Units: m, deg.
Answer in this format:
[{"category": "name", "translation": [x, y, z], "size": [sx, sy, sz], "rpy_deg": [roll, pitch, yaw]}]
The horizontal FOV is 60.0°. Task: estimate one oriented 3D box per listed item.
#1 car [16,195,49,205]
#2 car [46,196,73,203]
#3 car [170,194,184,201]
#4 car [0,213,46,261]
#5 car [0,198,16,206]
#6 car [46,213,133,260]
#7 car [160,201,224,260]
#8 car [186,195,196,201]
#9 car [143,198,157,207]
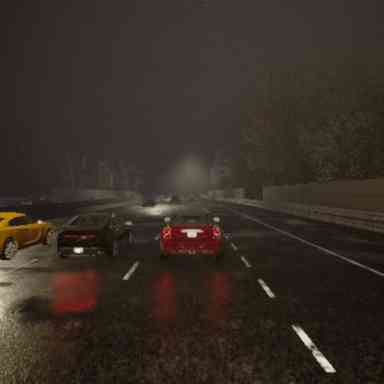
[{"category": "car", "translation": [-21.045, 1.370, 45.142], "size": [2.150, 2.045, 5.566], "rpy_deg": [0, 0, 1]}, {"category": "car", "translation": [-17.549, 1.629, 45.389], "size": [1.882, 1.535, 5.008], "rpy_deg": [0, 0, 0]}, {"category": "car", "translation": [-3.492, 1.465, 72.234], "size": [2.150, 2.045, 5.566], "rpy_deg": [0, 0, 0]}, {"category": "car", "translation": [-6.999, 1.520, 12.568], "size": [1.882, 1.535, 5.008], "rpy_deg": [0, 0, 0]}, {"category": "car", "translation": [-24.544, 1.629, 45.206], "size": [1.882, 1.535, 5.008], "rpy_deg": [0, 0, 1]}, {"category": "car", "translation": [-3.498, 1.549, 12.668], "size": [1.837, 1.490, 4.892], "rpy_deg": [0, 0, 0]}, {"category": "car", "translation": [-0.002, 1.394, 12.741], "size": [2.097, 1.767, 4.553], "rpy_deg": [0, 0, 0]}, {"category": "car", "translation": [0.009, 1.759, 78.268], "size": [1.837, 1.490, 4.892], "rpy_deg": [0, 0, 0]}, {"category": "car", "translation": [-6.995, 1.749, 55.759], "size": [1.994, 1.385, 4.181], "rpy_deg": [0, 0, 0]}]
